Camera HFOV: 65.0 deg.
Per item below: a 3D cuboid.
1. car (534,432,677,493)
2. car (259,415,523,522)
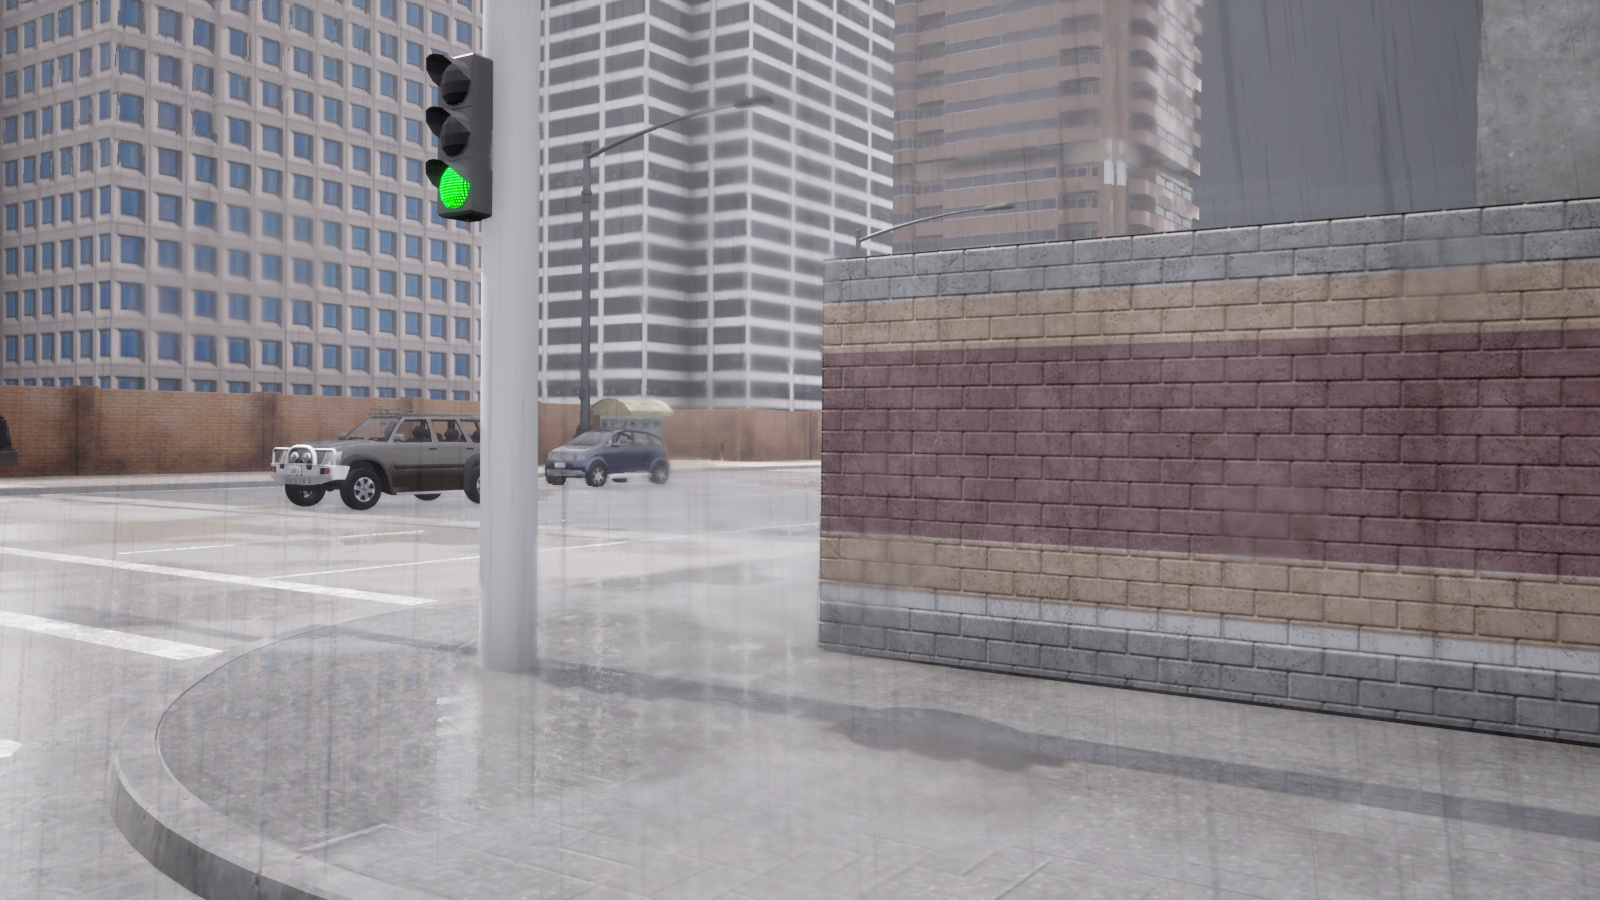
[{"bbox_3d":[-5.244,0.290,34.230,1.789,1.549,3.705,0,1,34],"label":"car"},{"bbox_3d":[-7.761,0.287,24.273,1.932,1.855,4.605,0,1,34],"label":"car"}]
